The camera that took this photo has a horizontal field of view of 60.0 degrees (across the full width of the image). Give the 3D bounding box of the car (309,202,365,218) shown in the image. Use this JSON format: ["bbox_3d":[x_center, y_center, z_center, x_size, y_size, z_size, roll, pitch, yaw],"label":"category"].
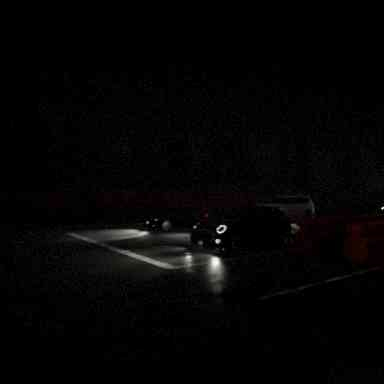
[{"bbox_3d":[11.047,1.646,24.758,4.181,1.385,1.994,0,0,-36],"label":"car"}]

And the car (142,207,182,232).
[{"bbox_3d":[-0.957,1.603,20.498,4.181,1.385,1.994,0,0,-35],"label":"car"}]

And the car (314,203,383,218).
[{"bbox_3d":[9.877,1.616,19.635,5.357,1.411,2.033,0,0,-35],"label":"car"}]

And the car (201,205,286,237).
[{"bbox_3d":[3.015,1.552,19.027,4.892,1.490,1.837,0,0,-35],"label":"car"}]

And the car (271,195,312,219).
[{"bbox_3d":[7.431,1.297,26.474,5.566,2.045,2.150,0,0,-35],"label":"car"}]

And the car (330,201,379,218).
[{"bbox_3d":[15.965,1.660,32.548,5.357,1.411,2.033,0,0,-35],"label":"car"}]

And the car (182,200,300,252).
[{"bbox_3d":[2.169,1.387,14.132,4.553,1.767,2.097,0,0,-35],"label":"car"}]
